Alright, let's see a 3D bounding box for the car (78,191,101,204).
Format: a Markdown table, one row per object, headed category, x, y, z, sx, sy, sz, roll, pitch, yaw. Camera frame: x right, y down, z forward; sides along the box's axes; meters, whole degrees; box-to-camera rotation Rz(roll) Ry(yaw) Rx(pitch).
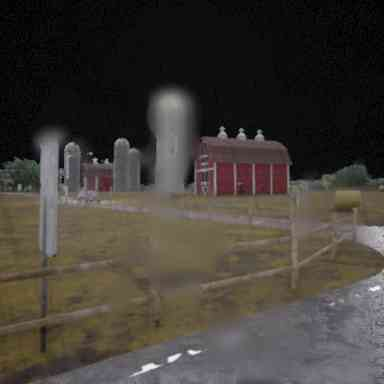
| category | x | y | z | sx | sy | sz | roll | pitch | yaw |
| --- | --- | --- | --- | --- | --- | --- | --- | --- | --- |
| car | -15.981 | 0.834 | 51.697 | 2.150 | 2.045 | 5.566 | 1 | 0 | -35 |
